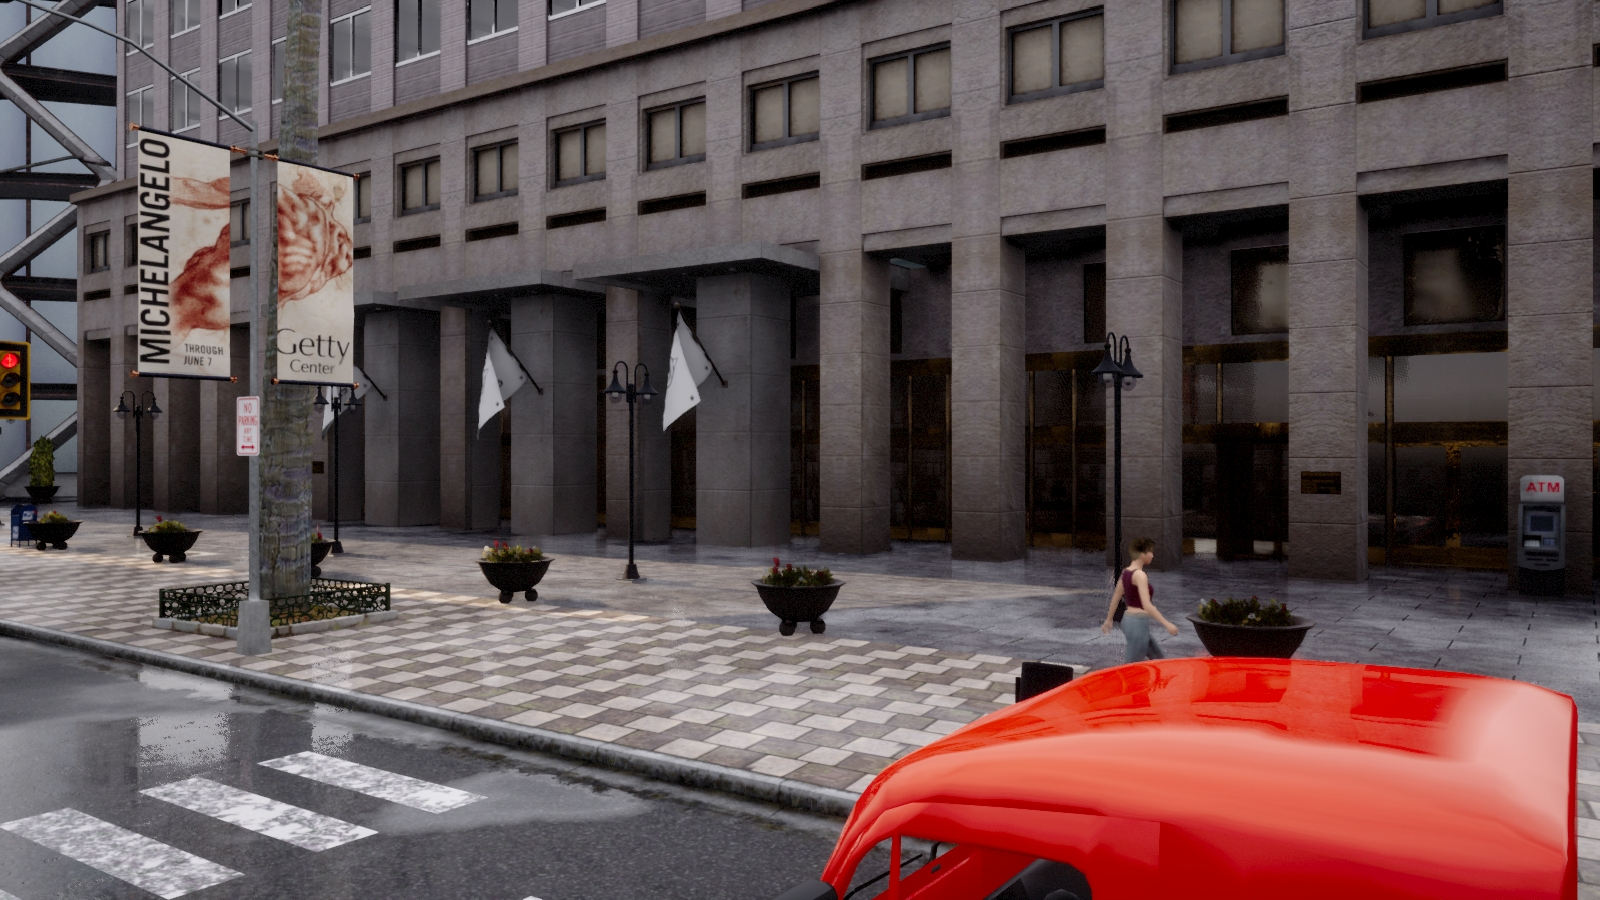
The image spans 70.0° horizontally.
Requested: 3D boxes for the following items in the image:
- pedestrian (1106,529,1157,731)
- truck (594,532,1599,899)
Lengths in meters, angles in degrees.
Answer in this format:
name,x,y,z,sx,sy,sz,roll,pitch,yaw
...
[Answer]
name,x,y,z,sx,sy,sz,roll,pitch,yaw
pedestrian,3.153,1.695,10.880,0.375,1.860,0.375,0,0,1
truck,2.439,1.568,2.094,5.204,2.467,2.627,0,0,35
